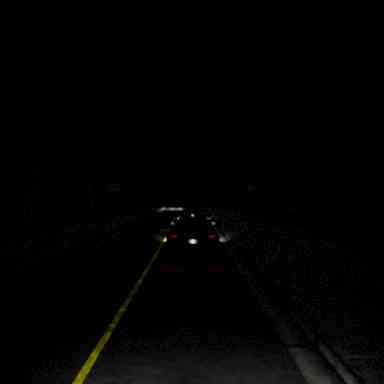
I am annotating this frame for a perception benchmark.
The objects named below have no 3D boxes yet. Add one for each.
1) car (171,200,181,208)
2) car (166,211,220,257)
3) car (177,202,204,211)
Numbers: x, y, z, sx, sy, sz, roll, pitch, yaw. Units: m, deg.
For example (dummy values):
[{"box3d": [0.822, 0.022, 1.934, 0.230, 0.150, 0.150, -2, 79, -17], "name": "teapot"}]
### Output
[{"box3d": [-2.725, 2.171, 59.917, 1.895, 1.301, 4.718, 0, -1, 1], "name": "car"}, {"box3d": [0.042, 1.694, 13.487, 1.994, 1.385, 4.181, 0, 0, 0], "name": "car"}, {"box3d": [0.060, 1.837, 28.508, 1.994, 1.385, 4.181, 0, 0, 1], "name": "car"}]
